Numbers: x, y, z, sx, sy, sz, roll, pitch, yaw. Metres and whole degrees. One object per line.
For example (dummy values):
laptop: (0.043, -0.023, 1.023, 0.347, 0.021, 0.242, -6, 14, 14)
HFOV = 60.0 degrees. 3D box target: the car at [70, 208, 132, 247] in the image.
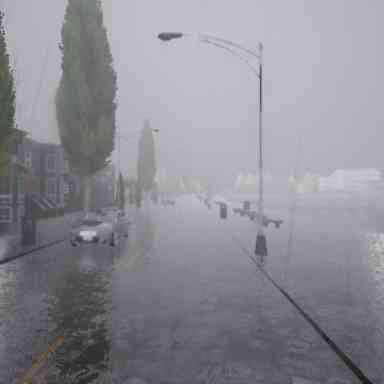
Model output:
car: (-4.057, 1.537, 15.414, 2.128, 1.511, 4.902, 0, 0, 0)

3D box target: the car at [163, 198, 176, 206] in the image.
car: (-3.996, 1.747, 59.649, 1.994, 1.385, 4.181, 0, 0, 0)
